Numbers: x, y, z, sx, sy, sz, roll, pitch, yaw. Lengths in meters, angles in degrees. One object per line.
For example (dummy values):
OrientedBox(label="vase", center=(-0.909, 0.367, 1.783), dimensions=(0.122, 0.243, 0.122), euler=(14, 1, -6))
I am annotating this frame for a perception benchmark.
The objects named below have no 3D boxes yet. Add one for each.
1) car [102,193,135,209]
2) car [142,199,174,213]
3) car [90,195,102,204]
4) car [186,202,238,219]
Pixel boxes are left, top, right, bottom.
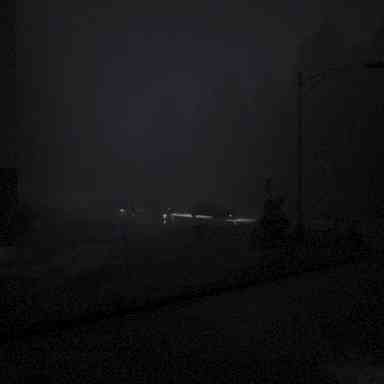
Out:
OrientedBox(label="car", center=(-9.842, 1.222, 45.320), dimensions=(2.150, 2.045, 5.566), euler=(0, 0, -35))
OrientedBox(label="car", center=(-3.806, 1.491, 36.868), dimensions=(2.128, 1.511, 4.902), euler=(0, 0, -36))
OrientedBox(label="car", center=(-18.055, 1.352, 63.971), dimensions=(2.097, 1.767, 4.553), euler=(0, 0, -35))
OrientedBox(label="car", center=(1.595, 1.547, 29.322), dimensions=(2.033, 1.411, 5.357), euler=(0, 0, -36))
